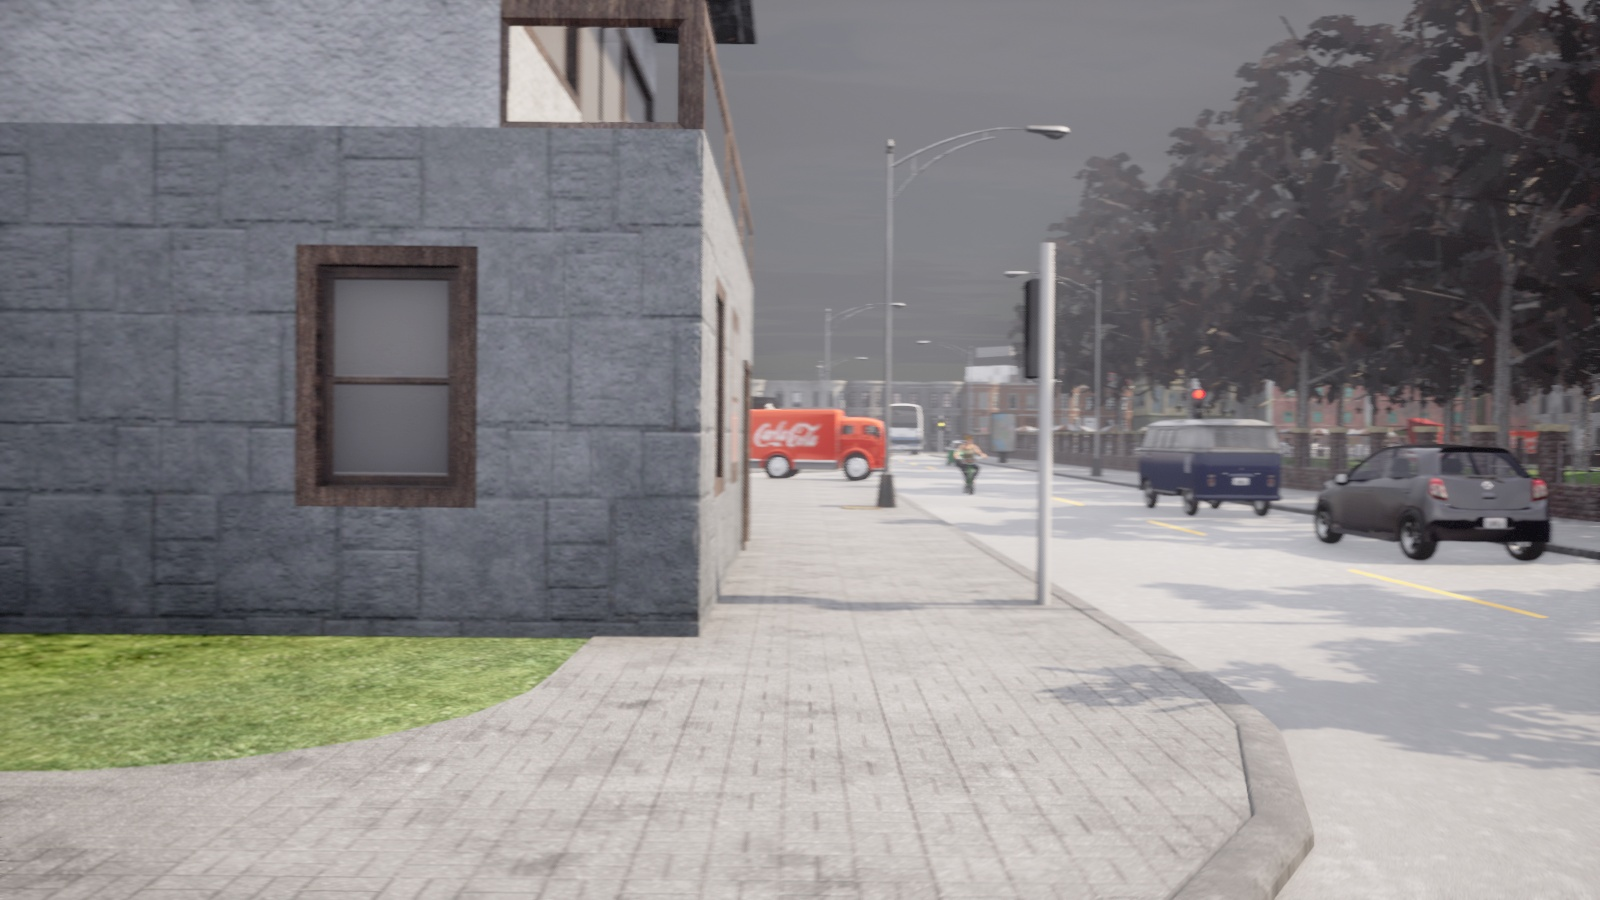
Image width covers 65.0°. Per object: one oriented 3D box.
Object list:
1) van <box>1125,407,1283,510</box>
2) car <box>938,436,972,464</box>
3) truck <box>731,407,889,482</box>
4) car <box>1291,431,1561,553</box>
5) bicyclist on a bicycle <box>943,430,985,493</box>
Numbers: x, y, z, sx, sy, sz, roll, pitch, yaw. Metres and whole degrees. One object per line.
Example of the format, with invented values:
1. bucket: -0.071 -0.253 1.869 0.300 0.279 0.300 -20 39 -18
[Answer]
1. van: 8.493 0.137 26.822 1.775 1.987 4.442 -1 1 -3
2. car: 8.101 -0.012 65.780 1.481 1.376 2.207 -1 1 0
3. truck: 0.422 -0.205 43.882 5.204 2.467 2.627 -1 1 8
4. car: 8.574 0.506 17.574 1.845 1.501 3.633 -1 1 -2
5. bicyclist on a bicycle: 4.337 0.296 33.288 0.866 1.612 1.509 -1 1 -1
